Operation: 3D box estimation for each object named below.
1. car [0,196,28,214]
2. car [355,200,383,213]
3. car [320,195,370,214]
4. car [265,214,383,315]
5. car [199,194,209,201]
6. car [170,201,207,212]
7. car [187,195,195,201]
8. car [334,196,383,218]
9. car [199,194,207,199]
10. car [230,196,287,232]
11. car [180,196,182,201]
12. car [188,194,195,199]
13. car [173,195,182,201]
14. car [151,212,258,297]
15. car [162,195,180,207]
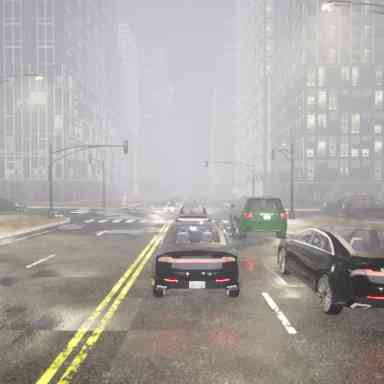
[{"bbox_3d":[-18.941,1.200,33.198,4.553,1.767,2.097,0,1,1],"label":"car"},{"bbox_3d":[21.705,1.641,38.433,4.829,1.417,1.752,1,0,1],"label":"car"},{"bbox_3d":[16.852,1.337,35.901,5.566,2.045,2.150,1,1,1],"label":"car"},{"bbox_3d":[3.327,1.488,7.518,2.128,1.511,4.902,0,0,0],"label":"car"},{"bbox_3d":[3.031,1.510,81.331,1.895,1.301,4.718,0,0,0],"label":"car"},{"bbox_3d":[0.051,1.482,17.712,2.128,1.511,4.902,0,0,0],"label":"car"},{"bbox_3d":[-0.218,1.454,80.878,2.033,1.411,5.357,0,0,0],"label":"car"},{"bbox_3d":[16.119,1.518,30.131,5.009,1.841,2.192,1,0,1],"label":"car"},{"bbox_3d":[3.004,1.291,91.303,1.994,1.385,4.181,0,0,0],"label":"car"},{"bbox_3d":[3.302,1.212,17.360,2.150,2.045,5.566,0,0,0],"label":"car"},{"bbox_3d":[-3.463,1.508,65.687,1.994,1.385,4.181,0,0,1],"label":"car"},{"bbox_3d":[-0.247,1.333,91.325,1.895,1.301,4.718,0,0,0],"label":"car"},{"bbox_3d":[-3.467,1.476,80.255,1.994,1.385,4.181,0,0,0],"label":"car"},{"bbox_3d":[0.077,1.487,8.527,2.128,1.511,4.902,0,0,0],"label":"car"},{"bbox_3d":[-3.481,1.451,51.403,2.128,1.511,4.902,0,0,0],"label":"car"}]
